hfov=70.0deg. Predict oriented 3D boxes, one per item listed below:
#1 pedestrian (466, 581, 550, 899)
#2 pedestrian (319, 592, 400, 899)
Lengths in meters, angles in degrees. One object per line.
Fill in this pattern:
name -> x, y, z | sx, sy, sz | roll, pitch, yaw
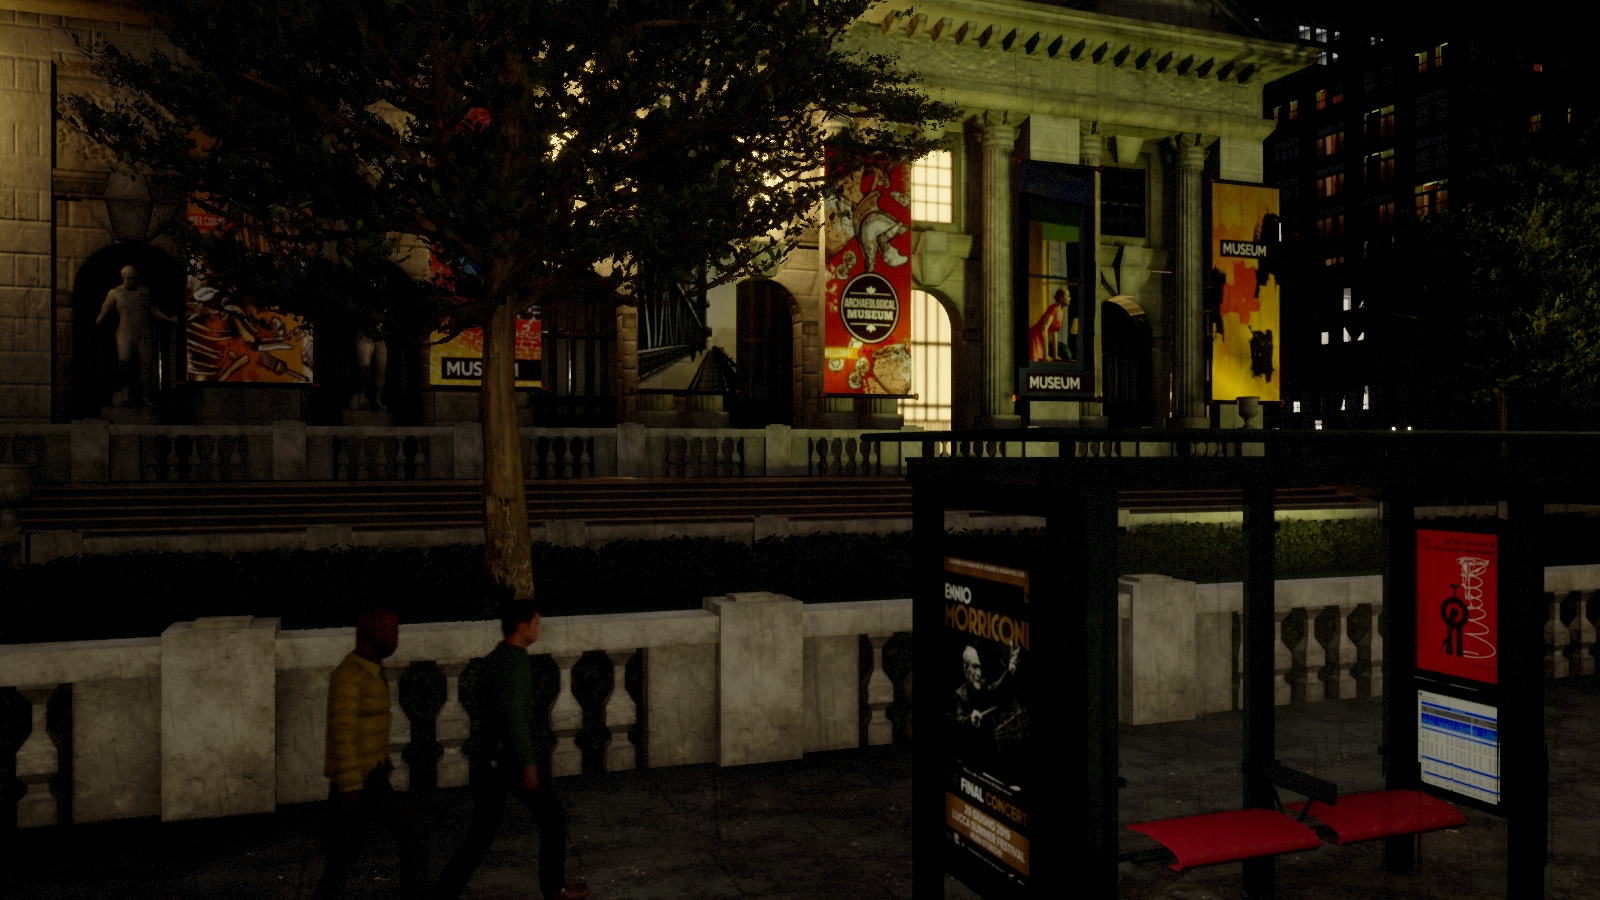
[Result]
pedestrian -> -1.645, 1.698, 6.428 | 0.375, 1.860, 0.375 | 0, 0, -28
pedestrian -> -2.270, 1.697, 5.907 | 0.375, 1.860, 0.375 | 0, 0, -20
